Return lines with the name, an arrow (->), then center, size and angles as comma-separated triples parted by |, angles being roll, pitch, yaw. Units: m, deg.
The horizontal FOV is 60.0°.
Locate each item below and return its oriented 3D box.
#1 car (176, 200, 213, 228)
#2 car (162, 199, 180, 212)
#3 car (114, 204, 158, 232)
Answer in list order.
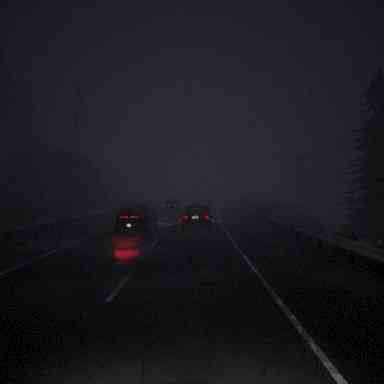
car -> 0.326, 1.509, 21.640 | 2.033, 1.411, 5.357 | 0, 0, 2
car -> -2.230, 1.478, 38.209 | 2.033, 1.411, 5.357 | 0, 0, 5
car -> -3.214, 1.468, 19.631 | 1.837, 1.490, 4.892 | 0, 0, 1
